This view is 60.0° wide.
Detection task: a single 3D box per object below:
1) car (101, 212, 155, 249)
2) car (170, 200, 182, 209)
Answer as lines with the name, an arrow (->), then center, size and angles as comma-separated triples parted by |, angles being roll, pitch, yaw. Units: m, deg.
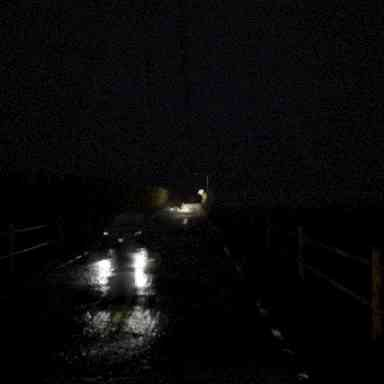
car -> -2.838, 1.679, 15.579 | 1.812, 1.442, 4.674 | 0, -1, 0
car -> -2.755, 2.080, 56.940 | 2.033, 1.411, 5.357 | 0, -1, 1
